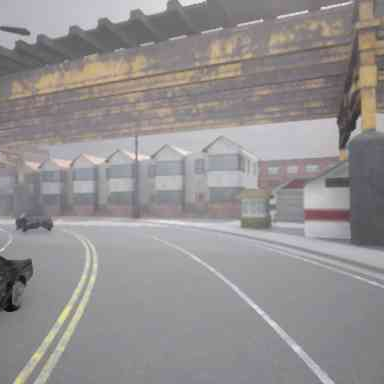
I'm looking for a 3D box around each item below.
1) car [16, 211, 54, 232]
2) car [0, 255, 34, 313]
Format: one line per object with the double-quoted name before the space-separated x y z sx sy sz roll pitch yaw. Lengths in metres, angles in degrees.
"car" -11.495 2.059 24.094 2.033 1.411 5.357 0 -2 -35
"car" -4.110 1.663 5.079 1.895 1.301 4.718 0 0 -9
